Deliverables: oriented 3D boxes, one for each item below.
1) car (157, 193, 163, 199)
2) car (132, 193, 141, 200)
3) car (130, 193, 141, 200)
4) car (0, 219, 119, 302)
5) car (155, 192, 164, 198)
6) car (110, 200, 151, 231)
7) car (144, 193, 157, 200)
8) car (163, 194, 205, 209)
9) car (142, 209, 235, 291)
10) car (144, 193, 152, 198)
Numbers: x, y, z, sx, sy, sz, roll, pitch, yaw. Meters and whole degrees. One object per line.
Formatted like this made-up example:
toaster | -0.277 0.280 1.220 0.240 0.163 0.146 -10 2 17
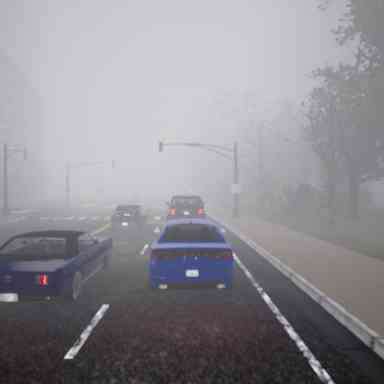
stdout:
car | -7.364 1.133 83.832 1.882 1.535 5.008 0 0 -10
car | -13.064 1.040 78.542 2.097 1.767 4.553 0 0 -9
car | -10.822 1.285 63.210 1.812 1.442 4.674 0 0 -7
car | -3.275 1.574 8.116 1.895 1.301 4.718 0 0 -1
car | -9.184 0.921 93.793 1.882 1.535 5.008 0 0 -11
car | -3.655 1.437 20.000 1.837 1.490 4.892 0 0 -2
car | -10.500 1.140 82.903 1.882 1.535 5.008 0 0 -10
car | -0.378 1.154 19.538 2.150 2.045 5.566 0 0 -2
car | -0.044 1.448 8.995 1.882 1.535 5.008 0 0 -1
car | -12.378 1.001 93.194 1.994 1.385 4.181 0 0 -11
